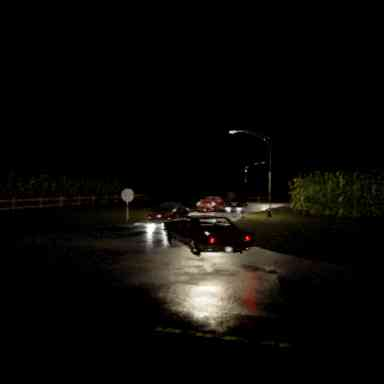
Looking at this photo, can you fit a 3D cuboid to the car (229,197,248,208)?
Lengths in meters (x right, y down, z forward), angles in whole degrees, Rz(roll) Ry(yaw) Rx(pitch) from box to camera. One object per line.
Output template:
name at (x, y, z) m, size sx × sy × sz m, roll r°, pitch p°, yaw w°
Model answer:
car at (6.608, 1.412, 47.040) m, size 1.812 × 1.442 × 4.674 m, roll 0°, pitch 0°, yaw 23°

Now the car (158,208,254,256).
car at (0.387, 1.542, 12.907) m, size 1.895 × 1.301 × 4.718 m, roll 0°, pitch 1°, yaw -22°

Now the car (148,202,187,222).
car at (-1.600, 1.442, 24.428) m, size 1.994 × 1.385 × 4.181 m, roll 0°, pitch 0°, yaw 18°

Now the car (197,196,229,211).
car at (2.084, 1.226, 35.615) m, size 2.097 × 1.767 × 4.553 m, roll 0°, pitch 0°, yaw 21°
